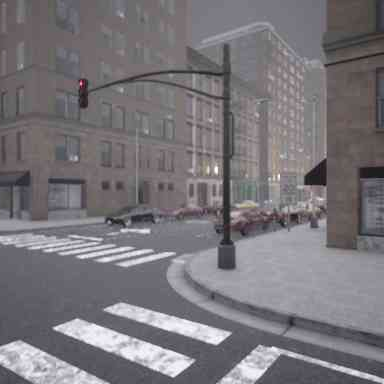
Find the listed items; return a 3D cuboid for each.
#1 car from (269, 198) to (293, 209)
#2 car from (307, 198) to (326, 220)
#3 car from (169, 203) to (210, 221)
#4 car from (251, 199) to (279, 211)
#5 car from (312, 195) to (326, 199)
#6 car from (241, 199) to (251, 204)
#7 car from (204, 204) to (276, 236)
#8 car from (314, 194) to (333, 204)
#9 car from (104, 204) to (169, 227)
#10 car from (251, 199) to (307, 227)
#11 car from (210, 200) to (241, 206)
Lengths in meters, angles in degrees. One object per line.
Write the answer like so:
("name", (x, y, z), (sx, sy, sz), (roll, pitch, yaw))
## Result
("car", (12.108, 1.528, 44.909), (1.802, 1.307, 4.206), (0, 0, 35))
("car", (9.174, 1.459, 26.904), (1.752, 1.417, 4.829), (0, 0, 35))
("car", (-0.664, 1.529, 26.907), (1.802, 1.307, 4.206), (0, 0, 35))
("car", (8.915, 1.526, 40.409), (1.802, 1.307, 4.206), (0, 0, 35))
("car", (12.269, 1.373, 31.267), (1.967, 1.590, 4.097), (0, 0, 35))
("car", (5.624, 1.470, 35.769), (1.752, 1.417, 4.829), (0, 0, 35))
("car", (2.689, 1.518, 17.763), (1.802, 1.307, 4.206), (0, 0, 35))
("car", (24.879, 1.272, 62.912), (2.192, 1.841, 5.009), (0, 0, 35))
("car", (-3.857, 1.514, 22.406), (1.947, 1.339, 4.313), (0, 0, 35))
("car", (5.882, 1.375, 22.265), (1.967, 1.590, 4.097), (0, 0, 35))
("car", (2.529, 1.490, 31.407), (1.887, 1.381, 4.507), (0, 0, 35))
